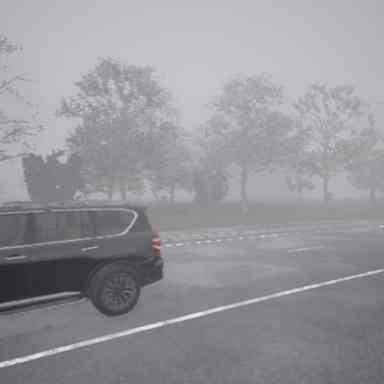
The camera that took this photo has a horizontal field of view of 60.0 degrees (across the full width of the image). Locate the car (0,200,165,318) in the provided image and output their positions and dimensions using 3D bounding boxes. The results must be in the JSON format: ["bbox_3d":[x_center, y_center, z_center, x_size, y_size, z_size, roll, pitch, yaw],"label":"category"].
[{"bbox_3d":[-3.168,1.201,5.940,5.566,2.045,2.150,0,0,-35],"label":"car"}]
